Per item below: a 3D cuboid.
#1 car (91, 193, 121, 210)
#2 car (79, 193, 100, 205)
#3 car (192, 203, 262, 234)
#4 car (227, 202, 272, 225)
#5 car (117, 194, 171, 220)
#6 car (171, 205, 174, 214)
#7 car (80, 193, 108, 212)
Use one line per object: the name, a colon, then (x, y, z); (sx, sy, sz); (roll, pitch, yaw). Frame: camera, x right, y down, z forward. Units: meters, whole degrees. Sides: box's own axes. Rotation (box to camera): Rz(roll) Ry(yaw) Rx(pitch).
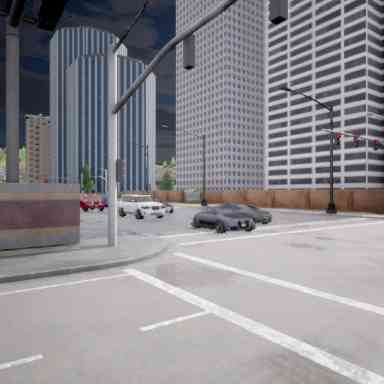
car: (-11.738, 1.223, 44.979); (2.150, 2.045, 5.566); (0, 0, -35)
car: (-19.124, 1.222, 61.853); (2.150, 2.045, 5.566); (0, 0, -35)
car: (1.712, 1.564, 19.166); (1.994, 1.385, 4.181); (0, 0, -30)
car: (3.436, 1.505, 23.564); (1.837, 1.490, 4.892); (0, 0, -37)
car: (-4.399, 1.219, 28.460); (2.150, 2.045, 5.566); (0, 0, -35)
car: (-3.641, 1.490, 33.463); (2.128, 1.511, 4.902); (0, 0, -35)
car: (-12.328, 1.223, 39.725); (2.150, 2.045, 5.566); (0, 0, -35)
